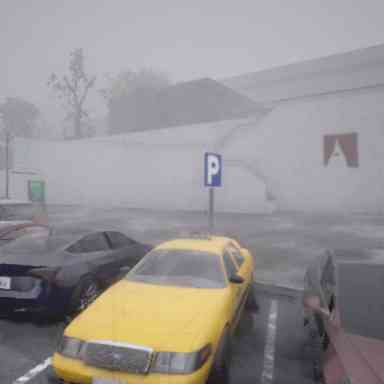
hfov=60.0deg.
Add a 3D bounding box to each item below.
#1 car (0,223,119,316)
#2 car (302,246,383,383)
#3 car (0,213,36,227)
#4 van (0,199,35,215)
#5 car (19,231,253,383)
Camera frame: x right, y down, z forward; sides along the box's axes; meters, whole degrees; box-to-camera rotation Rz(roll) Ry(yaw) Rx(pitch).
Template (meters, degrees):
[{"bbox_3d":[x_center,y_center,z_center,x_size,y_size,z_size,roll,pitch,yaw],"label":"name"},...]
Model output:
[{"bbox_3d":[-2.415,1.516,7.555,2.163,1.488,4.792,0,-1,16],"label":"car"},{"bbox_3d":[2.435,1.519,4.028,2.163,1.488,4.792,1,-1,16],"label":"car"},{"bbox_3d":[-4.853,1.514,9.255,2.002,1.452,4.674,0,-1,16],"label":"car"},{"bbox_3d":[-7.297,1.234,10.877,1.878,1.987,4.442,1,0,16],"label":"van"},{"bbox_3d":[-0.032,1.484,5.610,1.946,1.575,5.366,1,-1,15],"label":"car"}]
